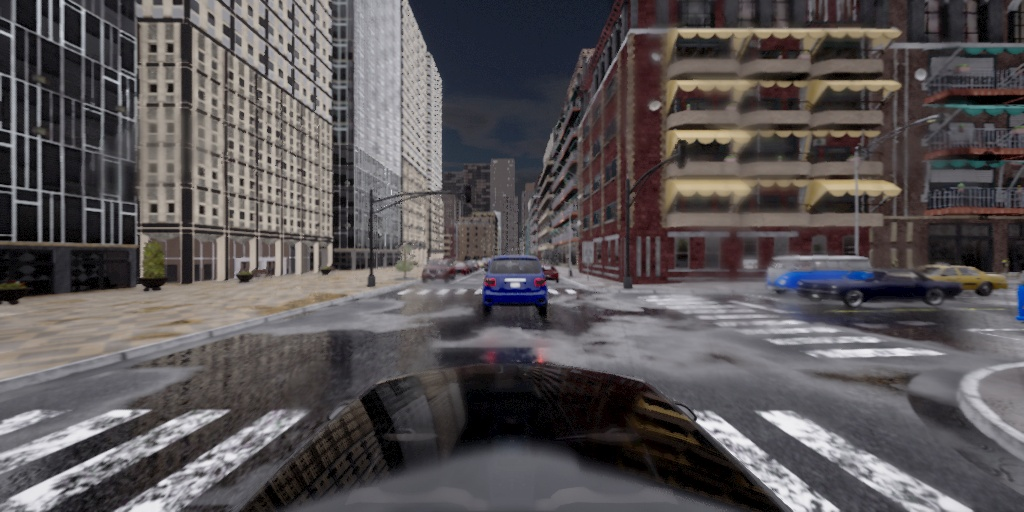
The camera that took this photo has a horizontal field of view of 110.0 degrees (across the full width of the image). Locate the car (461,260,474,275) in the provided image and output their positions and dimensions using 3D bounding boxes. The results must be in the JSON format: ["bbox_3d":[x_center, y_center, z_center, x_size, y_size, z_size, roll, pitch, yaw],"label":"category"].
[{"bbox_3d":[-5.692,1.386,39.623,1.888,1.381,4.507,0,0,0],"label":"car"}]

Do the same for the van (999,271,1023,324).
[{"bbox_3d":[13.742,0.914,7.760,3.998,1.789,1.690,0,0,0],"label":"van"}]

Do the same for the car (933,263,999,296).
[{"bbox_3d":[19.151,0.999,16.174,4.829,1.417,1.751,0,0,0],"label":"car"}]

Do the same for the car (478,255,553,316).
[{"bbox_3d":[0.100,0.997,13.734,2.150,2.045,5.566,0,0,0],"label":"car"}]

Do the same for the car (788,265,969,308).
[{"bbox_3d":[13.614,1.160,13.544,4.718,1.301,1.895,-1,0,-1],"label":"car"}]

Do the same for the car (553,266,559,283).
[{"bbox_3d":[2.688,1.358,28.568,1.888,1.381,4.507,0,0,0],"label":"car"}]

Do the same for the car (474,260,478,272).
[{"bbox_3d":[-5.692,1.423,45.151,1.948,1.339,4.313,0,0,0],"label":"car"}]

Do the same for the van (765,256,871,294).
[{"bbox_3d":[13.720,0.891,16.141,3.998,1.789,1.690,0,0,0],"label":"van"}]

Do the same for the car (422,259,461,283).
[{"bbox_3d":[-5.692,1.128,28.568,2.192,1.841,5.009,0,0,0],"label":"car"}]

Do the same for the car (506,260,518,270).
[{"bbox_3d":[-0.002,1.425,58.870,1.812,1.442,4.674,0,0,0],"label":"car"}]
